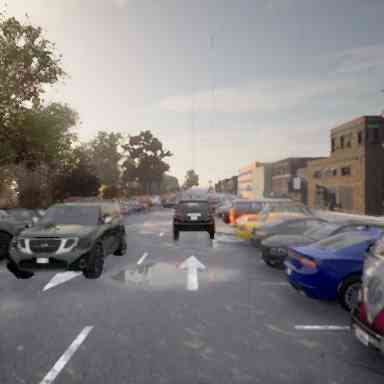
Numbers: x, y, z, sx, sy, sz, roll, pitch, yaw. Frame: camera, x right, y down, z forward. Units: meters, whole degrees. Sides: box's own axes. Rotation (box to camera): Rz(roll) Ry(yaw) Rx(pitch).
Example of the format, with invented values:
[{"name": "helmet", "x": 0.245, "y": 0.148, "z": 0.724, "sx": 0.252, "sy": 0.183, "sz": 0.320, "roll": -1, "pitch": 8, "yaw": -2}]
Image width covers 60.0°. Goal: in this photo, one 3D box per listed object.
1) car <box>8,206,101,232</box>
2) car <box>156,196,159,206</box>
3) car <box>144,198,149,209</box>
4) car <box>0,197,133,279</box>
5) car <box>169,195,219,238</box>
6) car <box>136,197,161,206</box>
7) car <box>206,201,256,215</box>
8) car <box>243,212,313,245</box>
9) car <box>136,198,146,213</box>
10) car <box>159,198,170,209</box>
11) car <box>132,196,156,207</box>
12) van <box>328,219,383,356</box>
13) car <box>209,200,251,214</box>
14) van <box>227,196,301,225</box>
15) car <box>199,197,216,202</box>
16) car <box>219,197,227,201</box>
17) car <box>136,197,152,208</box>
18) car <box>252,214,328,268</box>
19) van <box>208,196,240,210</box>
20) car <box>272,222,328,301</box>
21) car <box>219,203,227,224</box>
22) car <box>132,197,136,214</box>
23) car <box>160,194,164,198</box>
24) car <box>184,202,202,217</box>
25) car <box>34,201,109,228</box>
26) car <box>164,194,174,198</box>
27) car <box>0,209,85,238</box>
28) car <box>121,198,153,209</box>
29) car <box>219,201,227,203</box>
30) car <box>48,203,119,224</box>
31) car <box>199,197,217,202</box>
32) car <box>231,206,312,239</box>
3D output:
[{"name": "car", "x": -8.533, "y": 1.665, "z": 21.001, "sx": 5.008, "sy": 1.535, "sz": 2.097, "roll": 0, "pitch": 0, "yaw": 0}, {"name": "car", "x": -8.567, "y": 1.801, "z": 57.081, "sx": 4.553, "sy": 1.767, "sz": 2.185, "roll": 0, "pitch": 0, "yaw": 0}, {"name": "car", "x": -8.542, "y": 1.832, "z": 43.281, "sx": 5.008, "sy": 1.535, "sz": 2.097, "roll": 0, "pitch": 0, "yaw": 0}, {"name": "car", "x": -3.599, "y": 1.320, "z": 10.770, "sx": 2.150, "sy": 2.045, "sz": 5.566, "roll": 0, "pitch": -1, "yaw": 0}, {"name": "car", "x": 0.102, "y": 1.388, "z": 18.853, "sx": 2.150, "sy": 2.045, "sz": 5.566, "roll": 0, "pitch": 0, "yaw": 0}, {"name": "car", "x": -8.504, "y": 1.859, "z": 65.561, "sx": 4.553, "sy": 1.767, "sz": 2.185, "roll": 0, "pitch": 0, "yaw": 0}, {"name": "car", "x": 4.357, "y": 1.788, "z": 37.722, "sx": 5.366, "sy": 1.575, "sz": 1.946, "roll": 0, "pitch": 0, "yaw": 0}, {"name": "car", "x": 4.538, "y": 1.635, "z": 12.673, "sx": 4.674, "sy": 1.452, "sz": 2.002, "roll": 0, "pitch": 0, "yaw": 0}, {"name": "car", "x": -8.507, "y": 1.842, "z": 40.495, "sx": 4.792, "sy": 1.488, "sz": 2.163, "roll": 0, "pitch": 0, "yaw": 0}, {"name": "car", "x": -3.573, "y": 2.015, "z": 52.437, "sx": 1.895, "sy": 1.301, "sz": 4.718, "roll": 0, "pitch": 0, "yaw": 0}, {"name": "car", "x": -8.565, "y": 1.618, "z": 48.727, "sx": 5.566, "sy": 2.045, "sz": 2.435, "roll": 0, "pitch": 0, "yaw": 0}, {"name": "van", "x": 4.424, "y": 1.295, "z": 4.325, "sx": 4.442, "sy": 1.987, "sz": 1.878, "roll": 0, "pitch": -1, "yaw": 0}, {"name": "car", "x": 4.549, "y": 1.812, "z": 40.505, "sx": 4.892, "sy": 1.521, "sz": 2.231, "roll": 0, "pitch": 0, "yaw": 0}, {"name": "van", "x": 4.659, "y": 1.438, "z": 20.961, "sx": 4.442, "sy": 1.987, "sz": 1.878, "roll": 0, "pitch": 0, "yaw": 0}, {"name": "car", "x": 4.368, "y": 2.015, "z": 94.400, "sx": 4.674, "sy": 1.452, "sz": 2.002, "roll": 0, "pitch": 0, "yaw": 0}, {"name": "car", "x": 4.573, "y": 1.626, "z": 32.156, "sx": 4.553, "sy": 1.767, "sz": 2.185, "roll": 0, "pitch": 0, "yaw": 0}, {"name": "car", "x": -8.722, "y": 1.847, "z": 45.941, "sx": 5.366, "sy": 1.575, "sz": 1.946, "roll": 0, "pitch": 0, "yaw": 0}, {"name": "car", "x": 4.546, "y": 1.570, "z": 9.889, "sx": 5.008, "sy": 1.535, "sz": 2.097, "roll": 0, "pitch": -1, "yaw": 0}, {"name": "van", "x": 4.660, "y": 1.642, "z": 48.732, "sx": 4.442, "sy": 1.987, "sz": 1.878, "roll": 0, "pitch": 0, "yaw": 0}, {"name": "car", "x": 4.535, "y": 1.545, "z": 7.106, "sx": 5.008, "sy": 1.535, "sz": 2.097, "roll": 0, "pitch": -1, "yaw": 0}, {"name": "car", "x": 4.571, "y": 1.716, "z": 23.806, "sx": 4.792, "sy": 1.488, "sz": 2.163, "roll": 0, "pitch": 0, "yaw": 0}, {"name": "car", "x": -8.569, "y": 1.647, "z": 34.927, "sx": 4.553, "sy": 1.767, "sz": 2.185, "roll": 0, "pitch": 0, "yaw": 0}, {"name": "car", "x": -8.564, "y": 1.714, "z": 62.777, "sx": 5.566, "sy": 2.045, "sz": 2.435, "roll": 0, "pitch": 0, "yaw": 0}, {"name": "car", "x": 0.103, "y": 1.829, "z": 36.589, "sx": 1.812, "sy": 1.442, "sz": 4.674, "roll": 0, "pitch": 0, "yaw": 0}, {"name": "car", "x": -8.506, "y": 1.562, "z": 23.786, "sx": 4.553, "sy": 1.767, "sz": 2.185, "roll": 0, "pitch": 0, "yaw": 0}, {"name": "car", "x": -8.177, "y": 1.850, "z": 94.399, "sx": 4.553, "sy": 1.767, "sz": 2.185, "roll": 0, "pitch": 0, "yaw": 0}, {"name": "car", "x": -8.541, "y": 1.682, "z": 18.216, "sx": 4.674, "sy": 1.452, "sz": 2.002, "roll": 0, "pitch": 0, "yaw": 0}, {"name": "car", "x": -8.505, "y": 1.764, "z": 51.636, "sx": 4.553, "sy": 1.767, "sz": 2.185, "roll": 0, "pitch": 0, "yaw": 0}, {"name": "car", "x": 4.539, "y": 1.770, "z": 29.372, "sx": 4.674, "sy": 1.452, "sz": 2.002, "roll": 0, "pitch": 0, "yaw": 0}, {"name": "car", "x": -8.543, "y": 1.709, "z": 26.570, "sx": 5.008, "sy": 1.535, "sz": 2.097, "roll": 0, "pitch": 0, "yaw": 0}, {"name": "car", "x": 4.361, "y": 2.001, "z": 91.574, "sx": 4.674, "sy": 1.452, "sz": 2.002, "roll": 0, "pitch": 0, "yaw": 0}, {"name": "car", "x": 4.727, "y": 1.615, "z": 15.456, "sx": 5.366, "sy": 1.575, "sz": 1.946, "roll": 0, "pitch": 0, "yaw": 0}]
